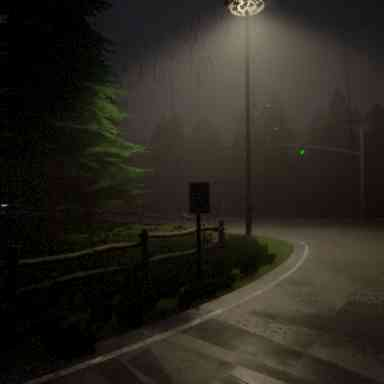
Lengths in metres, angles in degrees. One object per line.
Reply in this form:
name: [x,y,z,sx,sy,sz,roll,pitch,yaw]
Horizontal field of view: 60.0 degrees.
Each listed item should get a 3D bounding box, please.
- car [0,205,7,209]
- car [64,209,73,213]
car: [-28.563,2.163,49.850,4.902,1.511,2.128,-1,-1,39]
car: [-10.022,1.703,30.792,4.553,1.767,2.097,-1,-1,38]
